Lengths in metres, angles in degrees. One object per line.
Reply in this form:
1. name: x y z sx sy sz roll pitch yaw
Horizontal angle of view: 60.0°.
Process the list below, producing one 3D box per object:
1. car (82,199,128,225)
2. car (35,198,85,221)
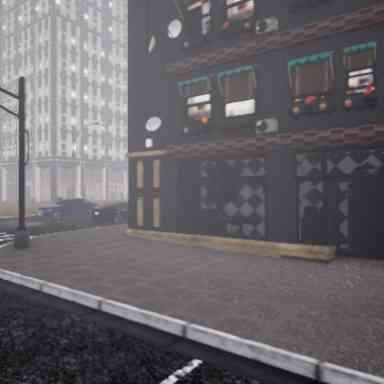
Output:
1. car: -4.219 1.213 20.606 1.947 1.339 4.313 1 2 35
2. car: -8.865 1.171 24.086 1.812 1.442 4.674 0 1 35
